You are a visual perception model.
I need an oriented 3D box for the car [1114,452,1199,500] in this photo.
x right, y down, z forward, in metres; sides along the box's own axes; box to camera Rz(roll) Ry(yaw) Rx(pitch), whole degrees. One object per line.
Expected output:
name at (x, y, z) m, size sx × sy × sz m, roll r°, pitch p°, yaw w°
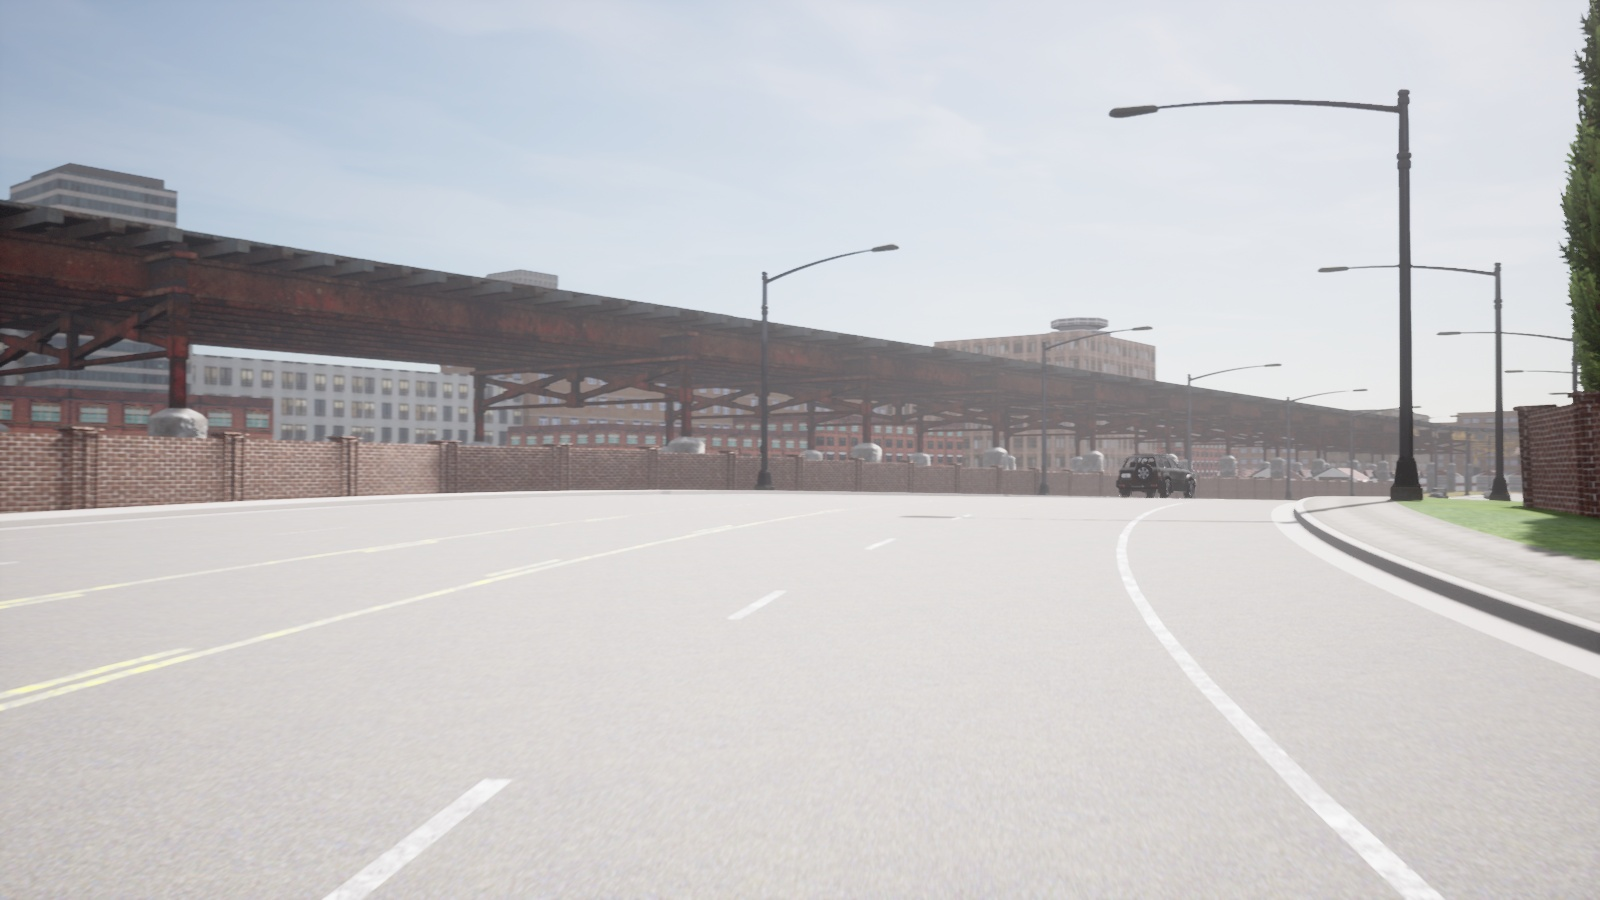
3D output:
car at (14.854, 1.129, 52.142) m, size 1.932 × 1.855 × 4.605 m, roll -1°, pitch -3°, yaw 36°
